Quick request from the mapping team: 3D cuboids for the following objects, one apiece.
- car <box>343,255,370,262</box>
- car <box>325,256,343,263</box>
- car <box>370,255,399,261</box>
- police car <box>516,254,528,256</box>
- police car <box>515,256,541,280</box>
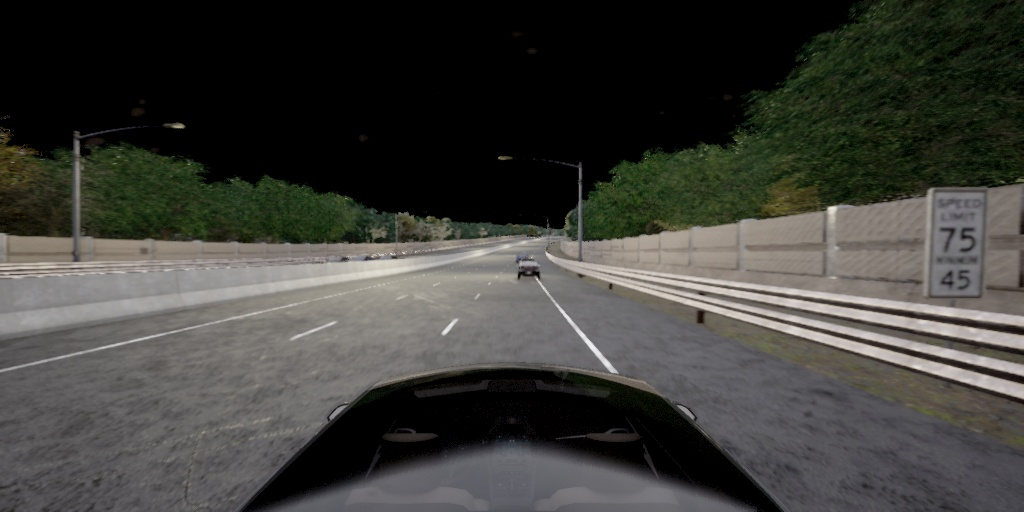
[{"bbox_3d":[-20.182,0.692,48.105,2.097,1.767,4.553,0,1,3],"label":"car"},{"bbox_3d":[-23.646,0.815,48.962,1.837,1.490,4.892,0,1,3],"label":"car"},{"bbox_3d":[-16.687,0.706,47.967,2.097,1.767,4.553,0,1,3],"label":"car"},{"bbox_3d":[1.640,0.968,40.110,1.930,1.638,5.238,0,1,2],"label":"police car"},{"bbox_3d":[1.366,1.058,30.229,1.930,1.638,5.238,0,0,1],"label":"police car"}]
